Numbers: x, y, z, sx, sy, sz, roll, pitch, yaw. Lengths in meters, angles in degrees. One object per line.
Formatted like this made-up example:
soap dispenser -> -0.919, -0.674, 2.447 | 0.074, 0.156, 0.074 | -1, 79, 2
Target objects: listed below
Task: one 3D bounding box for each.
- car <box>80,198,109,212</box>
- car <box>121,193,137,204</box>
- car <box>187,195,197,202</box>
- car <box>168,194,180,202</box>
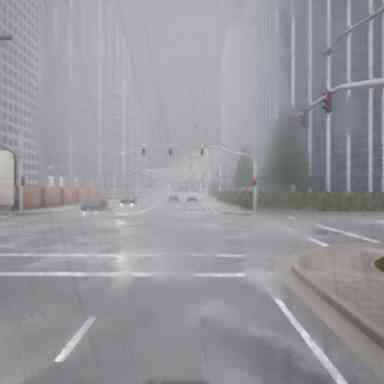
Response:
car -> -10.591, 1.340, 36.596 | 2.033, 1.411, 5.357 | 0, 0, 0
car -> -10.542, 1.036, 55.786 | 2.097, 1.767, 4.553 | 0, 0, 0
car -> 0.001, 1.242, 63.438 | 1.895, 1.301, 4.718 | 0, 0, 0
car -> -3.499, 1.147, 63.408 | 1.837, 1.490, 4.892 | 0, 0, 0
